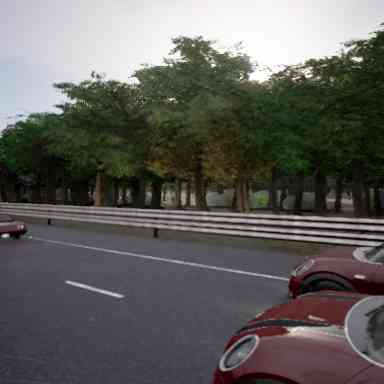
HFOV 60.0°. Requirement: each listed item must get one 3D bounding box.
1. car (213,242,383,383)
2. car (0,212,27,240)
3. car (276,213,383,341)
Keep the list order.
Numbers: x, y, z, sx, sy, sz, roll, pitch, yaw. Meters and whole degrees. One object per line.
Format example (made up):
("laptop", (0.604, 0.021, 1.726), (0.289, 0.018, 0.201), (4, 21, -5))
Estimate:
("car", (2.375, 1.356, 2.342), (4.553, 1.767, 2.097), (0, 0, 36))
("car", (-9.864, 1.612, 15.868), (4.718, 1.301, 1.895), (0, 0, 38))
("car", (3.978, 1.359, 5.498), (4.553, 1.767, 2.097), (0, 0, 35))
